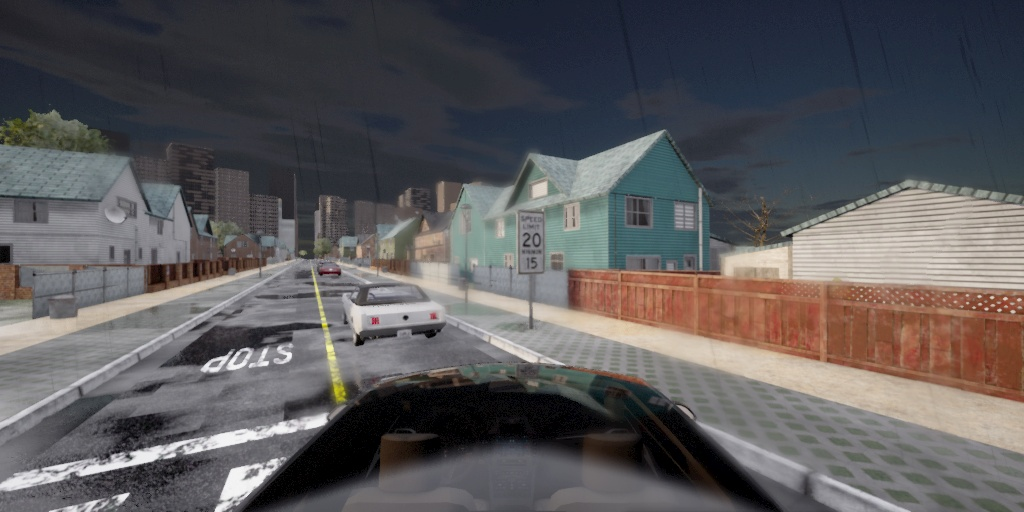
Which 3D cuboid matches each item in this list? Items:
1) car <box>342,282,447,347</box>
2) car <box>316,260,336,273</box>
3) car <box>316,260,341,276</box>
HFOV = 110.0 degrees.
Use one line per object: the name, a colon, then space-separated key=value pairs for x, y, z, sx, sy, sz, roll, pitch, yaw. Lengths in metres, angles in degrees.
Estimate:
car: x=-3.370 y=1.351 z=9.547 sx=1.895 sy=1.301 sz=4.718 roll=0 pitch=0 yaw=-29
car: x=-23.752 y=1.245 z=45.619 sx=2.128 sy=1.511 sz=4.902 roll=0 pitch=0 yaw=-29
car: x=-18.884 y=1.316 z=37.117 sx=1.994 sy=1.385 sz=4.181 roll=0 pitch=0 yaw=-30
